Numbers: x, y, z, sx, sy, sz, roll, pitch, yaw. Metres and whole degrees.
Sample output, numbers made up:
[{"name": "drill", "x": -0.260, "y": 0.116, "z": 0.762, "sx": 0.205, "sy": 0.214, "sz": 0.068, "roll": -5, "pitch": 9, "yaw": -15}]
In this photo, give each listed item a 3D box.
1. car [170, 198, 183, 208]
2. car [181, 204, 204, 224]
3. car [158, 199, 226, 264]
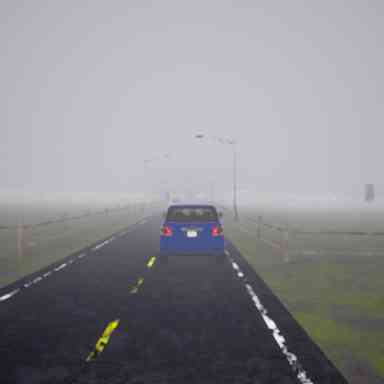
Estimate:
[{"name": "car", "x": -2.772, "y": 1.988, "z": 59.634, "sx": 2.097, "sy": 1.767, "sz": 4.553, "roll": 0, "pitch": -1, "yaw": 1}, {"name": "car", "x": 0.039, "y": 1.829, "z": 28.898, "sx": 1.812, "sy": 1.442, "sz": 4.674, "roll": 0, "pitch": 0, "yaw": 1}, {"name": "car", "x": 0.014, "y": 1.357, "z": 12.549, "sx": 2.150, "sy": 2.045, "sz": 5.566, "roll": 0, "pitch": 0, "yaw": 0}]
